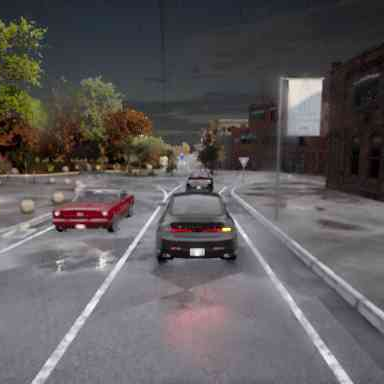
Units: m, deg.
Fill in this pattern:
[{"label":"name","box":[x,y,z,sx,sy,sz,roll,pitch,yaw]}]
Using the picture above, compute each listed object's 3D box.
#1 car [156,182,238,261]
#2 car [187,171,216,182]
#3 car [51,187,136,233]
[{"label":"car","box":[0.104,0.723,9.115,1.837,1.490,4.892,0,6,0]},{"label":"car","box":[0.670,-0.747,24.198,2.128,1.511,4.902,0,6,5]},{"label":"car","box":[-3.357,0.526,12.165,1.895,1.301,4.718,0,6,0]}]
